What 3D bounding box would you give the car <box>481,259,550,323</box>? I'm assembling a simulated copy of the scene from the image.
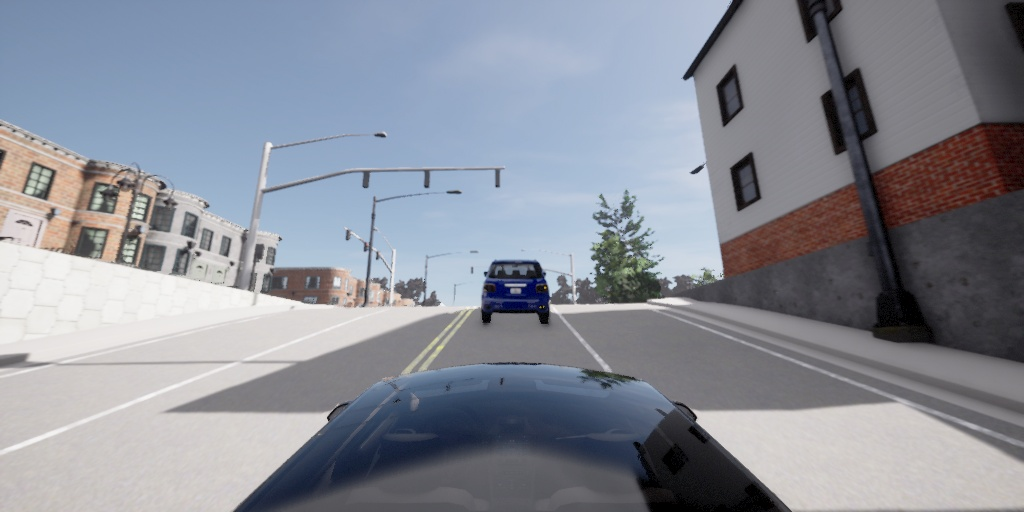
[{"bbox_3d":[0.112,1.145,13.094,2.150,2.045,5.566,0,-1,0],"label":"car"}]
